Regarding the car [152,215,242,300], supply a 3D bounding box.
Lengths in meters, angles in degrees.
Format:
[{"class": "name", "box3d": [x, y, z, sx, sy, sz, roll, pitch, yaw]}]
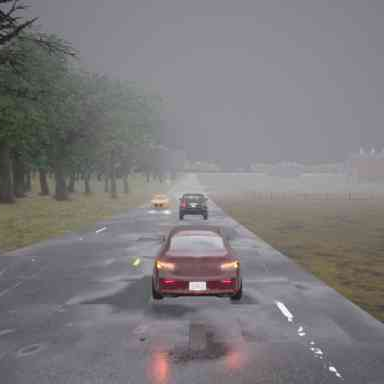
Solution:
[{"class": "car", "box3d": [0.102, 1.519, 8.258, 1.812, 1.442, 4.674, 0, 0, 0]}]

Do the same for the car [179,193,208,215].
[{"class": "car", "box3d": [0.108, 1.083, 26.924, 2.150, 2.045, 5.566, 0, 1, 0]}]

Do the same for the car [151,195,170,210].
[{"class": "car", "box3d": [-3.583, 1.133, 38.187, 1.882, 1.535, 5.008, 0, 1, 0]}]
